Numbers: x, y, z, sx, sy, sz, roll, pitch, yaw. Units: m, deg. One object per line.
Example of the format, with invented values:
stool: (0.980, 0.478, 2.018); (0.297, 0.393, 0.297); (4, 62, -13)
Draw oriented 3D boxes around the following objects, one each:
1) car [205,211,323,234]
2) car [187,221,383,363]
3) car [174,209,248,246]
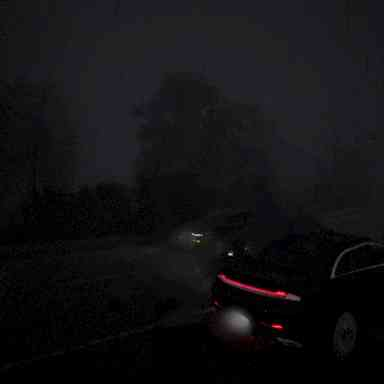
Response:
car: (2.926, 1.514, 11.020); (4.892, 1.490, 1.837); (0, 0, -41)
car: (2.553, 1.496, 5.942); (4.902, 1.511, 2.128); (0, 0, -38)
car: (1.439, 1.518, 14.342); (4.892, 1.490, 1.837); (0, 0, -41)
